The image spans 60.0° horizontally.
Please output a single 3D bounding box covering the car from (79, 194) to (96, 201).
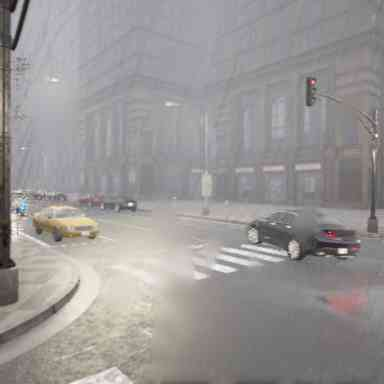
[{"bbox_3d":[-9.883,0.830,33.101,1.887,1.381,4.507,1,1,-40],"label":"car"}]

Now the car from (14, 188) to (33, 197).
[{"bbox_3d":[-27.795,0.123,54.730,1.802,1.307,4.206,1,1,-40],"label":"car"}]

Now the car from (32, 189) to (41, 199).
[{"bbox_3d":[-20.628,0.280,46.079,1.967,1.590,4.097,1,1,-40],"label":"car"}]

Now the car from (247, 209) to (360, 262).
[{"bbox_3d":[3.667,1.379,11.812,1.837,1.490,4.892,4,0,-15],"label":"car"}]

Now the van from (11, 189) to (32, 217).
[{"bbox_3d":[-12.860,0.766,23.329,1.690,1.788,3.998,1,1,-40],"label":"van"}]

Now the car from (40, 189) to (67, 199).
[{"bbox_3d":[-17.049,0.542,41.755,2.008,1.369,4.403,1,1,-40],"label":"car"}]

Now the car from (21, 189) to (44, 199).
[{"bbox_3d":[-24.212,0.241,50.405,2.008,1.369,4.403,1,1,-40],"label":"car"}]

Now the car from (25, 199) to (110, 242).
[{"bbox_3d":[-5.589,1.213,14.544,1.752,1.417,4.829,1,1,-40],"label":"car"}]

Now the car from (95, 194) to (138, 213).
[{"bbox_3d":[-6.303,0.990,28.776,1.947,1.339,4.313,1,1,-40],"label":"car"}]
